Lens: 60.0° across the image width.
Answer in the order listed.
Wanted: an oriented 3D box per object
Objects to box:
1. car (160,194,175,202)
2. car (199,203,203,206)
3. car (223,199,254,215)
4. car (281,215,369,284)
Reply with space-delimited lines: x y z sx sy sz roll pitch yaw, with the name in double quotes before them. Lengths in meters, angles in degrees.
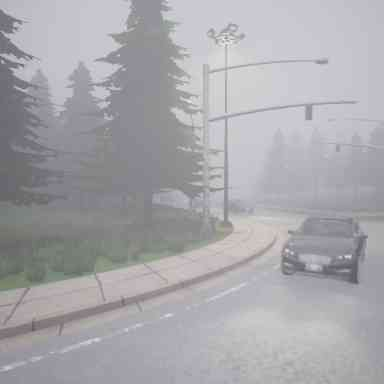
"car" -5.100 1.211 67.928 2.150 2.045 5.566 0 0 -18
"car" 1.054 1.601 47.454 1.895 1.301 4.718 0 0 -16
"car" 4.709 1.491 34.301 2.128 1.511 4.902 0 0 -15
"car" 4.065 1.491 9.862 2.128 1.511 4.902 0 0 30
